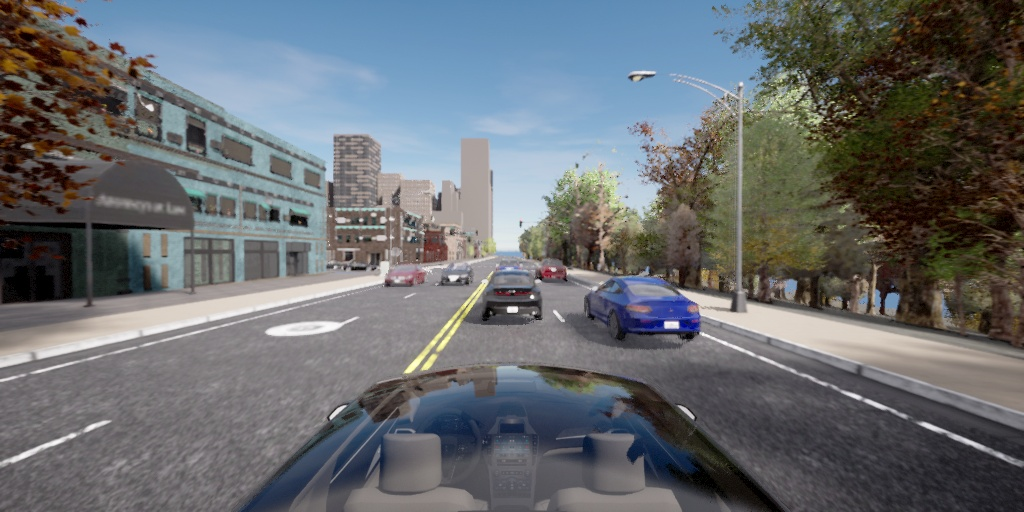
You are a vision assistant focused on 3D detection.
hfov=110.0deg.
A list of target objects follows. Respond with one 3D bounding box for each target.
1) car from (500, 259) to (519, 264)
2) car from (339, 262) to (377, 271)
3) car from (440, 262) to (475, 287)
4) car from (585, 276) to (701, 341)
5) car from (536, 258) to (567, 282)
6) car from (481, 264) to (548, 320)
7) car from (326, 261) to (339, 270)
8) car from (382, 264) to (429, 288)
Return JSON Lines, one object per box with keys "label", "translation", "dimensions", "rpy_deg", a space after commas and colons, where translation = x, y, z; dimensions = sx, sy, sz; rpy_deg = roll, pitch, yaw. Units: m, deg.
{"label": "car", "translation": [-0.216, 1.041, 28.482], "dimensions": [2.097, 1.767, 4.553], "rpy_deg": [0, 0, -1]}
{"label": "car", "translation": [-20.540, 1.467, 48.646], "dimensions": [4.313, 1.339, 1.948], "rpy_deg": [0, 0, -1]}
{"label": "car", "translation": [-3.607, 1.192, 24.350], "dimensions": [2.128, 1.511, 4.902], "rpy_deg": [0, 0, -1]}
{"label": "car", "translation": [3.270, 1.256, 9.697], "dimensions": [1.812, 1.442, 4.674], "rpy_deg": [0, 0, -1]}
{"label": "car", "translation": [3.031, 1.040, 28.466], "dimensions": [2.097, 1.767, 4.553], "rpy_deg": [0, 0, -1]}
{"label": "car", "translation": [-0.012, 1.232, 12.491], "dimensions": [1.837, 1.490, 4.892], "rpy_deg": [0, 1, -1]}
{"label": "car", "translation": [-28.987, 1.448, 57.045], "dimensions": [4.403, 1.370, 2.007], "rpy_deg": [0, 0, -1]}
{"label": "car", "translation": [-6.849, 1.228, 23.610], "dimensions": [1.812, 1.442, 4.674], "rpy_deg": [0, 0, -1]}
